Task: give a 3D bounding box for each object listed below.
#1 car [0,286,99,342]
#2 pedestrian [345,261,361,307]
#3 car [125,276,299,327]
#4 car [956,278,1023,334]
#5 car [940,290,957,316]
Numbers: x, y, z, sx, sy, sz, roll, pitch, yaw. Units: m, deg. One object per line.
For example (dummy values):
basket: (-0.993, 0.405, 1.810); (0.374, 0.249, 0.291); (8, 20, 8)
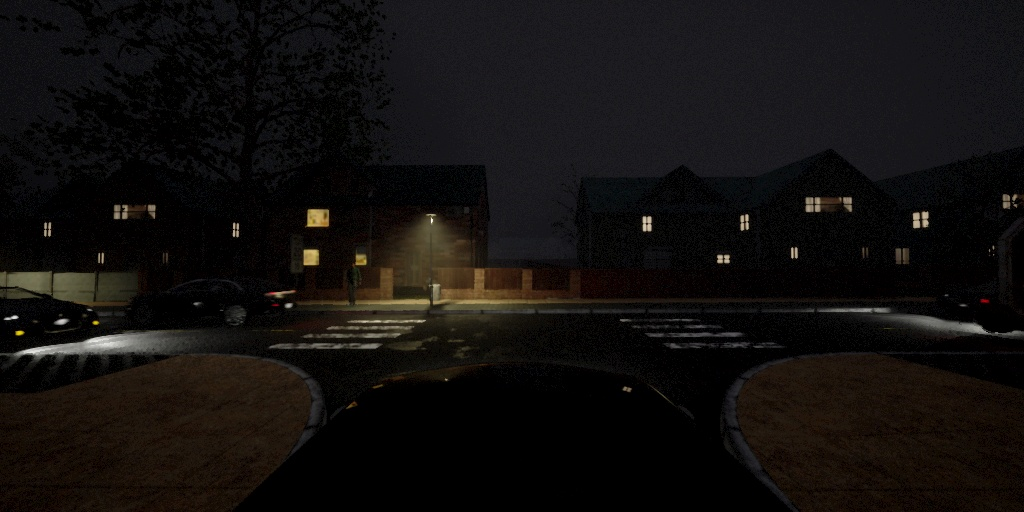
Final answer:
car: (-13.032, 1.452, 8.854); (4.181, 1.385, 1.994); (-1, -1, 2)
pedestrian: (-6.486, 1.113, 14.539); (0.375, 1.860, 0.375); (0, -1, 2)
car: (-9.655, 1.420, 11.711); (4.902, 1.511, 2.128); (-1, -1, 2)
car: (13.496, 1.205, 8.096); (4.181, 1.385, 1.994); (0, -1, 2)
car: (16.216, 1.220, 10.970); (4.674, 1.442, 1.812); (0, -1, 2)
